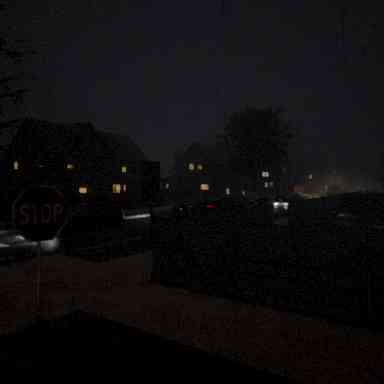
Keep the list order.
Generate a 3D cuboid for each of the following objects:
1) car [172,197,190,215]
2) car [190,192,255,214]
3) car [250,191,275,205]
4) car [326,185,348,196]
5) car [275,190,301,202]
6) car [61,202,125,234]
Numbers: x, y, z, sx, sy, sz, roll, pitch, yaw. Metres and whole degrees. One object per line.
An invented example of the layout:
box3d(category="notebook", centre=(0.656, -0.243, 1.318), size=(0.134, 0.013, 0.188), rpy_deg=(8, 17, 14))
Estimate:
box3d(category="car", centre=(0.377, 0.981, 25.147), size=(1.994, 1.385, 4.181), rpy_deg=(1, 2, 35))
box3d(category="car", centre=(2.190, 0.992, 22.673), size=(1.837, 1.490, 4.892), rpy_deg=(1, 2, 36))
box3d(category="car", centre=(6.203, 0.659, 33.319), size=(1.882, 1.535, 5.008), rpy_deg=(1, 2, 36))
box3d(category="car", centre=(22.074, -0.090, 50.565), size=(2.150, 2.045, 5.566), rpy_deg=(1, 2, 35))
box3d(category="car", centre=(11.941, 0.499, 41.336), size=(2.033, 1.411, 5.357), rpy_deg=(1, 2, 36))
box3d(category="car", centre=(-5.450, 1.218, 16.958), size=(1.994, 1.385, 4.181), rpy_deg=(1, 2, 35))
